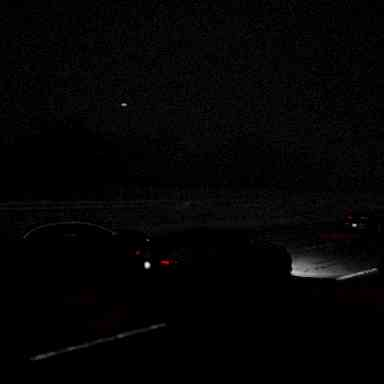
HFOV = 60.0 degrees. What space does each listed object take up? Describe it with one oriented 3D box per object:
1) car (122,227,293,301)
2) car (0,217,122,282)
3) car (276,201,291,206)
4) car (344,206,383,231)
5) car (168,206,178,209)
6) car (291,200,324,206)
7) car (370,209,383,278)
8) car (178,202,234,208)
[{"bbox_3d":[0.643,1.593,8.499,4.181,1.385,1.994,0,0,-35],"label":"car"},{"bbox_3d":[-3.506,1.507,9.842,4.902,1.511,2.128,0,0,-35],"label":"car"},{"bbox_3d":[14.091,1.995,48.369,4.181,1.385,1.994,1,-1,-35],"label":"car"},{"bbox_3d":[11.215,1.656,20.324,4.892,1.490,1.837,1,0,-35],"label":"car"},{"bbox_3d":[-0.314,1.636,29.545,4.674,1.442,1.812,1,0,-35],"label":"car"},{"bbox_3d":[16.243,1.939,45.609,4.892,1.490,1.837,2,-1,-35],"label":"car"},{"bbox_3d":[7.014,1.413,8.862,4.553,1.767,2.097,0,0,-35],"label":"car"},{"bbox_3d":[1.694,1.588,26.679,5.008,1.535,1.882,1,0,-35],"label":"car"}]
